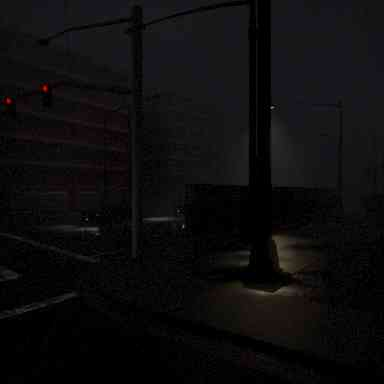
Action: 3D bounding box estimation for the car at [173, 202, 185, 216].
[{"bbox_3d":[0.168,1.491,32.167,2.128,1.511,4.902,0,0,35],"label":"car"}]

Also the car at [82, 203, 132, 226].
[{"bbox_3d":[-5.616,1.526,23.898,1.812,1.442,4.674,0,0,35],"label":"car"}]
